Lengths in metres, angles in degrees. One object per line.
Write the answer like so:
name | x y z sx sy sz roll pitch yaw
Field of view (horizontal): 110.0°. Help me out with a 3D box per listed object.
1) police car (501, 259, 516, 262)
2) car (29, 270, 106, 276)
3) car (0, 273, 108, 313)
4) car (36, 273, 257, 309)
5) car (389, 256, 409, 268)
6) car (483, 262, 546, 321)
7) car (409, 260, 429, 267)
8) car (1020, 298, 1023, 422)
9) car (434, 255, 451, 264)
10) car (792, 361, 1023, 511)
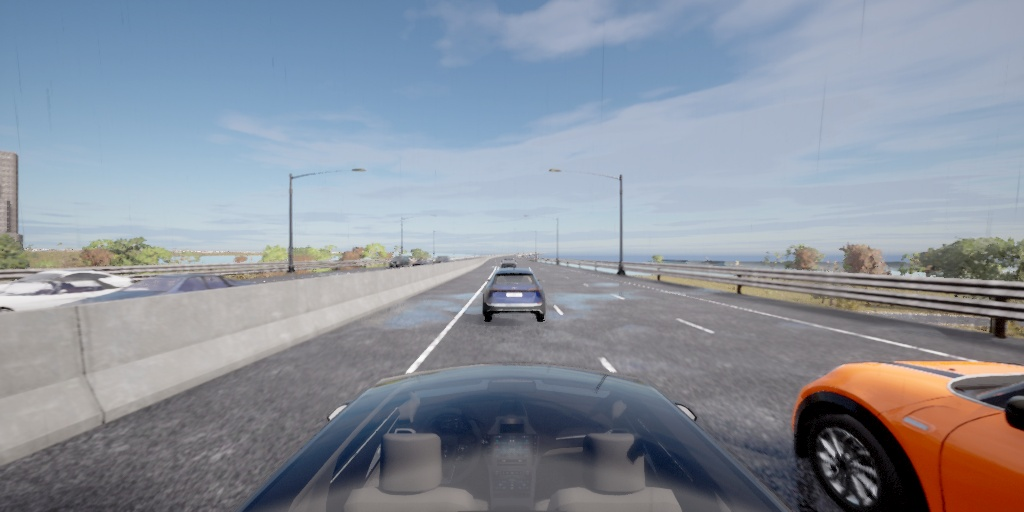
police car | -0.417 1.159 43.662 1.930 1.638 5.238 0 0 -1
car | -17.654 1.279 14.014 1.812 1.442 4.674 0 0 0
car | -14.132 1.354 10.792 1.895 1.301 4.718 0 0 0
car | -10.634 1.299 11.486 2.033 1.411 5.357 0 0 0
car | -18.452 1.025 59.108 2.150 2.045 5.566 0 0 -2
car | 0.055 1.179 12.533 2.033 1.649 4.856 0 0 0
car | -14.949 1.324 59.015 1.895 1.301 4.718 0 0 -2
car | 7.094 1.253 1.915 1.837 1.490 4.892 0 0 0
car | -11.453 0.929 59.227 2.150 2.045 5.566 0 0 -2
car | 3.592 1.102 1.361 2.097 1.767 4.553 0 0 0
